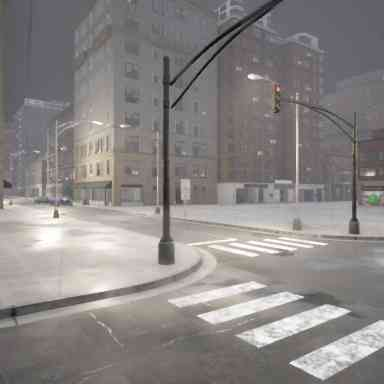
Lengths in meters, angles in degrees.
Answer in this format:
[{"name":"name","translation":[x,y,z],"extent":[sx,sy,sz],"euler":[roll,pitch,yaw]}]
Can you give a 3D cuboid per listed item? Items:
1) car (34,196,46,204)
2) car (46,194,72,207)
[{"name":"car","translation":[-25.380,1.287,56.348],"extent":[1.994,1.385,4.181],"euler":[0,0,-36]},{"name":"car","translation":[-18.460,1.128,46.664],"extent":[2.097,1.767,4.553],"euler":[0,0,-36]}]
